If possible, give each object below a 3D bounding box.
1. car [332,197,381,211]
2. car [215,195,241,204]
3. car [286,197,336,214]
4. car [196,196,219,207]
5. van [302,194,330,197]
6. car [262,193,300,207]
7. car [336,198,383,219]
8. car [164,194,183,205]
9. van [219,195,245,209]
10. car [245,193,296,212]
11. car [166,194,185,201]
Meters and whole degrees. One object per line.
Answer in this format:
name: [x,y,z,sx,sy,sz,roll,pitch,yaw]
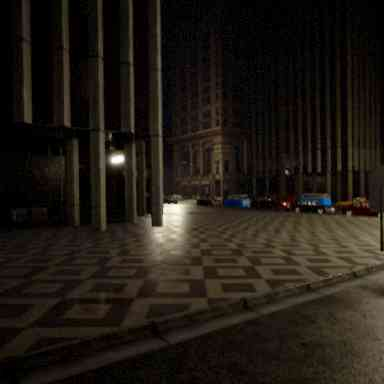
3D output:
car: [18.959,1.324,38.509,1.752,1.417,4.829,-1,1,-36]
car: [6.045,1.235,56.442,1.752,1.417,4.829,-1,1,-36]
car: [12.134,1.501,33.397,2.008,1.369,4.403,-1,1,-36]
car: [2.441,1.324,46.843,1.967,1.590,4.097,-1,1,-36]
van: [15.829,1.117,42.852,1.690,1.788,3.998,-1,1,-36]
car: [12.599,1.069,47.335,2.192,1.841,5.009,-1,1,-36]
car: [15.364,1.519,28.915,1.887,1.381,4.507,-1,1,-36]
car: [-4.019,1.391,55.810,2.008,1.369,4.403,-1,1,-36]
van: [5.670,1.247,42.360,1.690,1.788,3.998,-1,1,-36]
car: [8.901,1.243,37.877,2.192,1.841,5.009,-1,1,-36]
car: [-3.541,1.196,69.754,2.008,1.369,4.403,-1,1,-36]
